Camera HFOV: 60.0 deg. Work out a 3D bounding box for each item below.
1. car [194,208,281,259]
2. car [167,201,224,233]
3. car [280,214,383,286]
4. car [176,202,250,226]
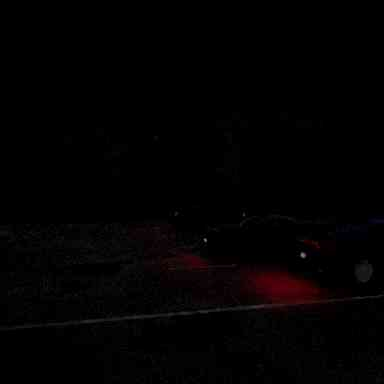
[{"bbox_3d":[2.812,1.470,12.157,4.902,1.511,2.128,0,0,-14],"label":"car"},{"bbox_3d":[0.917,1.306,18.898,4.553,1.767,2.097,0,0,-14],"label":"car"},{"bbox_3d":[5.244,1.473,9.153,5.008,1.535,1.882,0,0,-14],"label":"car"},{"bbox_3d":[1.409,1.472,22.641,4.674,1.442,1.812,0,0,-14],"label":"car"}]
